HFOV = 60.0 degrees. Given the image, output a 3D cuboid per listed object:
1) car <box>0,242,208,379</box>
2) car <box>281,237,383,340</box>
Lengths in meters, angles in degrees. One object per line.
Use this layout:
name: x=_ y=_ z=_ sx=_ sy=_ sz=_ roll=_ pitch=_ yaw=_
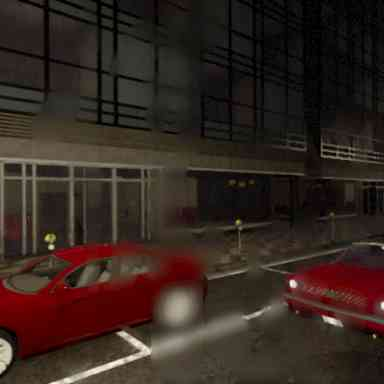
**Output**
car: x=-1.760 y=1.581 z=5.428 sx=4.507 sy=1.381 sz=1.887 roll=0 pitch=-1 yaw=-39
car: x=3.813 y=1.618 z=6.354 sx=4.718 sy=1.301 sz=1.895 roll=0 pitch=0 yaw=-39
